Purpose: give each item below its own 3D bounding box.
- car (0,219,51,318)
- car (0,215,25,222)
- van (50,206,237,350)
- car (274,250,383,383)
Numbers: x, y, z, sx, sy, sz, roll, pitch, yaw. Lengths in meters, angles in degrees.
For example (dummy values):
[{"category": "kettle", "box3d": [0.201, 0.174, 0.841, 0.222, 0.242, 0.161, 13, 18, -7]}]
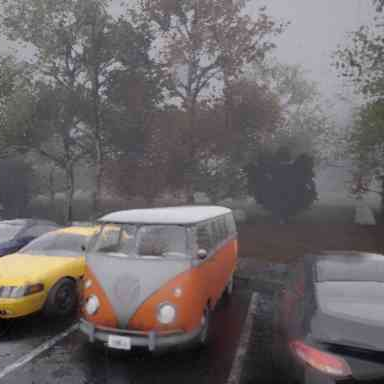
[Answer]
[{"category": "car", "box3d": [-2.749, 1.496, 7.807, 1.946, 1.575, 5.366, 0, -1, 15]}, {"category": "car", "box3d": [-5.139, 1.550, 9.686, 2.002, 1.452, 4.674, 0, -1, 15]}, {"category": "van", "box3d": [-0.298, 1.267, 6.168, 1.878, 1.987, 4.442, 0, -1, 15]}, {"category": "car", "box3d": [2.149, 1.528, 4.560, 2.002, 1.452, 4.674, 0, -1, 15]}]
